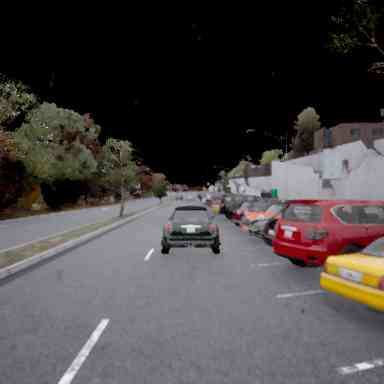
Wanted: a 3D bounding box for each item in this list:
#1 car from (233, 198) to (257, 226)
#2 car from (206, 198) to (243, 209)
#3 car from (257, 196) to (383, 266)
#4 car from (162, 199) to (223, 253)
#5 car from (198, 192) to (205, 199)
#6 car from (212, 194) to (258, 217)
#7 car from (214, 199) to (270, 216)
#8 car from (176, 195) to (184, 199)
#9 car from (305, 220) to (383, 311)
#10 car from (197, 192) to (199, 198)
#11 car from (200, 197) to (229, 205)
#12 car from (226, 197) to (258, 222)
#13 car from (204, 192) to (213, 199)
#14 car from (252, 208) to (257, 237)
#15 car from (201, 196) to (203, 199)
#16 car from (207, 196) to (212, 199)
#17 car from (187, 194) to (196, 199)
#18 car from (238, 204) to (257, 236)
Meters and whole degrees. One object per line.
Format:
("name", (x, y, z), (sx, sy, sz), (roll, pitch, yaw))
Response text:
("car", (5.021, 1.382, 18.784), (4.553, 1.767, 2.185), (1, 0, -20))
("car", (4.798, 1.691, 48.783), (5.008, 1.535, 2.097), (1, -1, -20))
("car", (5.070, 1.244, 9.786), (5.566, 2.045, 2.435), (1, 0, -20))
("car", (-0.053, 1.361, 13.861), (2.097, 1.767, 4.553), (0, 0, 0))
("car", (4.743, 1.522, 63.808), (5.566, 2.045, 2.435), (1, 0, -20))
("car", (4.960, 1.287, 27.796), (5.566, 2.045, 2.435), (1, -1, -20))
("car", (5.069, 1.572, 33.847), (5.366, 1.575, 1.946), (1, -1, -20))
("car", (-3.519, 1.682, 90.495), (1.812, 1.442, 4.674), (0, 0, 0))
("car", (5.230, 1.492, 6.837), (5.366, 1.575, 1.946), (1, 0, -20))
("car", (4.637, 1.517, 72.788), (5.566, 2.045, 2.435), (1, 1, -20))
("car", (4.524, 1.771, 66.734), (5.366, 1.575, 1.946), (1, 0, -20))
("car", (4.940, 1.389, 21.769), (4.553, 1.767, 2.185), (1, -1, -20))
("car", (4.839, 1.363, 39.766), (5.566, 2.045, 2.435), (1, 0, -20))
("car", (5.049, 1.527, 12.789), (4.792, 1.488, 2.163), (1, 0, -20))
("car", (4.758, 1.795, 60.808), (4.792, 1.488, 2.163), (1, 0, -20))
("car", (4.705, 1.585, 36.711), (5.366, 1.575, 1.946), (1, 0, -20))
("car", (-0.512, 1.689, 89.316), (1.812, 1.442, 4.674), (0, 0, 0))
("car", (5.013, 1.503, 15.773), (4.892, 1.521, 2.231), (1, 0, -20))
